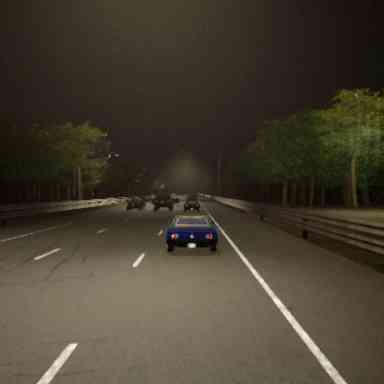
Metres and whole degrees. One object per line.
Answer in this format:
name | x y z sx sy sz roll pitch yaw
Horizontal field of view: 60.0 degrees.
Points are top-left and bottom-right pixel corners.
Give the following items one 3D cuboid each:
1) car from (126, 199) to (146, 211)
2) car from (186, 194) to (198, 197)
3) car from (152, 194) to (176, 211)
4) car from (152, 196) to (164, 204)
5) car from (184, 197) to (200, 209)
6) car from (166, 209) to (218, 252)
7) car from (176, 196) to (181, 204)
car | -6.992 1.619 41.903 2.033 1.411 5.357 0 0 0
car | 0.048 1.338 68.234 2.150 2.045 5.566 0 0 1
car | -3.494 1.294 41.816 2.150 2.045 5.566 0 0 0
car | -6.944 1.594 67.834 1.882 1.535 5.008 0 0 1
car | 0.005 1.670 40.982 1.895 1.301 4.718 0 0 0
car | 0.001 1.609 13.991 1.895 1.301 4.718 0 0 0
car | -3.434 1.609 67.890 2.128 1.511 4.902 0 0 1
